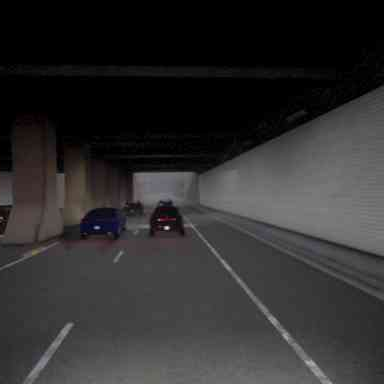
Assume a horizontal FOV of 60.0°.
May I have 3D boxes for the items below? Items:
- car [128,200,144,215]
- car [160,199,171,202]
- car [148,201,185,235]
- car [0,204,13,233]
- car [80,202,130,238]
[{"bbox_3d":[-6.372,1.680,36.753,2.128,1.511,4.902,-1,0,-5],"label":"car"},{"bbox_3d":[-3.204,1.618,40.658,2.128,1.511,4.902,-1,0,-5],"label":"car"},{"bbox_3d":[-1.461,1.566,19.401,1.837,1.490,4.892,-1,0,-4],"label":"car"},{"bbox_3d":[-12.328,1.646,21.568,2.097,1.767,4.553,-1,0,-5],"label":"car"},{"bbox_3d":[-4.869,1.608,18.777,1.882,1.535,5.008,-1,0,-5],"label":"car"}]
